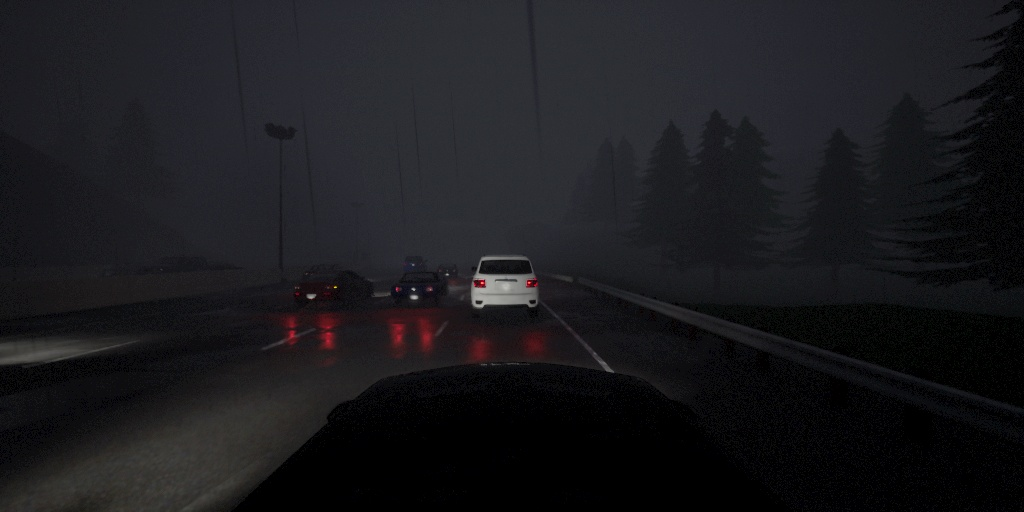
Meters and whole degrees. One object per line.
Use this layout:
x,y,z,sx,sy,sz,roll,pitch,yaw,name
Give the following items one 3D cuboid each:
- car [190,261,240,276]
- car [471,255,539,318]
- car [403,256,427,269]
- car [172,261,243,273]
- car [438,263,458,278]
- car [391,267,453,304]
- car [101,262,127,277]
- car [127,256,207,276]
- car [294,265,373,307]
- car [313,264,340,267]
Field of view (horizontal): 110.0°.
-32.082,1.305,38.935,2.128,1.511,4.902,0,0,-12,car
-0.321,0.972,13.262,2.150,2.045,5.566,0,0,-3,car
-10.494,0.993,38.952,2.150,2.045,5.566,0,0,-10,car
-23.049,1.342,27.966,2.033,1.411,5.357,0,0,-8,car
-6.131,1.364,34.284,1.895,1.301,4.718,0,0,-9,car
-4.047,1.359,16.518,1.895,1.301,4.718,0,0,-4,car
-34.441,1.309,32.661,2.128,1.511,4.902,0,0,-10,car
-26.672,1.023,28.503,2.150,2.045,5.566,0,0,-9,car
-7.483,1.290,15.379,1.812,1.442,4.674,0,0,-4,car
-11.708,1.265,23.194,2.128,1.511,4.902,0,0,-6,car
